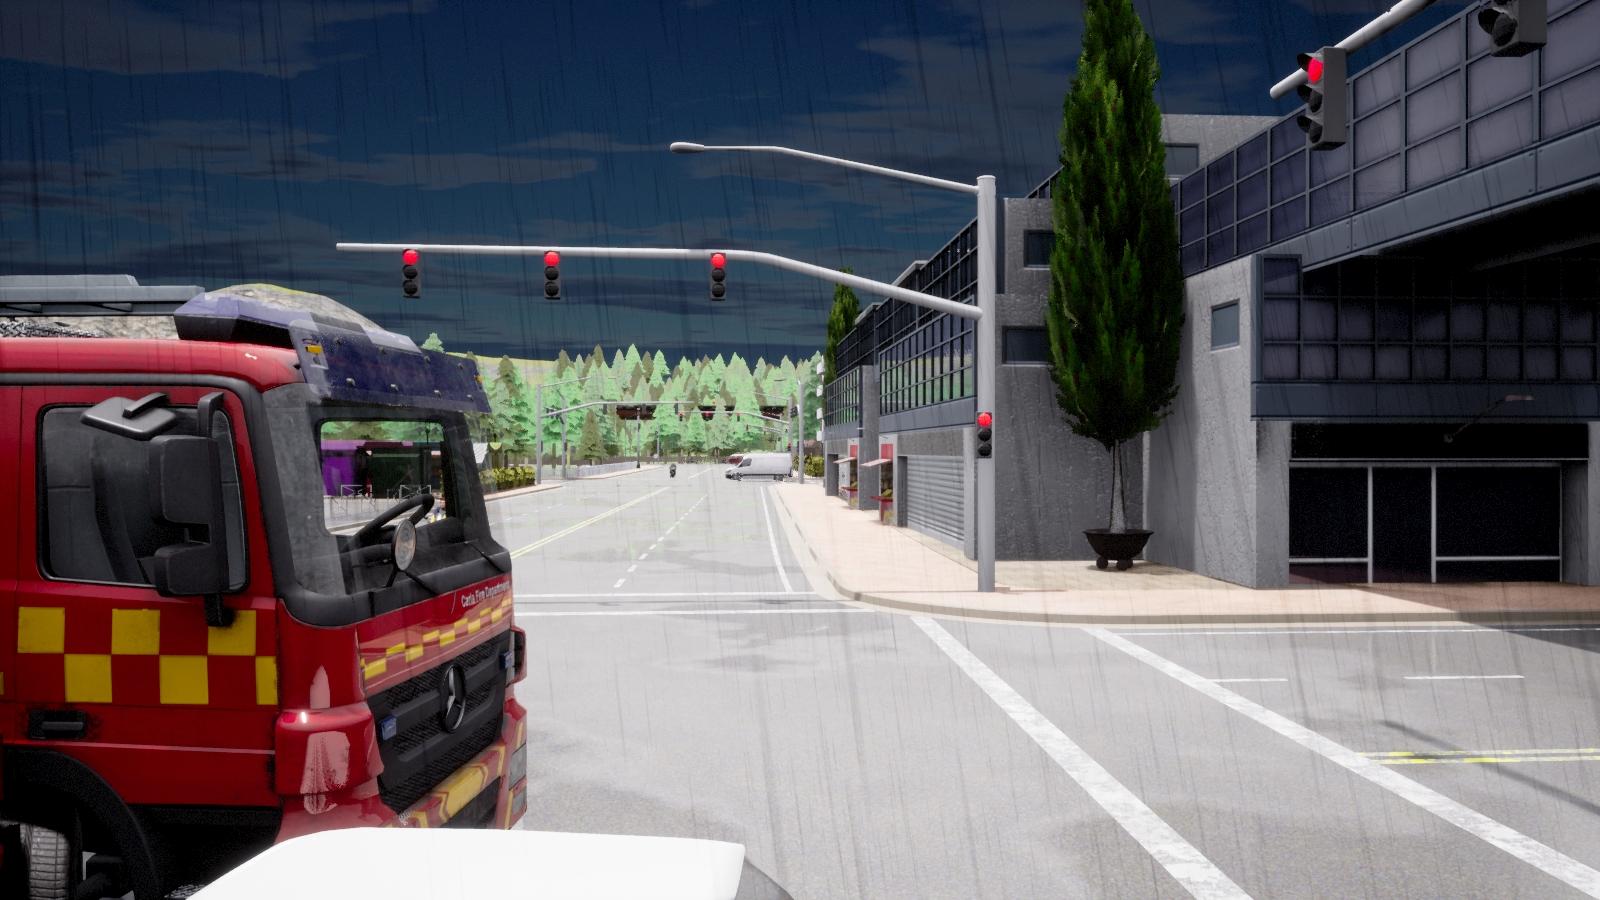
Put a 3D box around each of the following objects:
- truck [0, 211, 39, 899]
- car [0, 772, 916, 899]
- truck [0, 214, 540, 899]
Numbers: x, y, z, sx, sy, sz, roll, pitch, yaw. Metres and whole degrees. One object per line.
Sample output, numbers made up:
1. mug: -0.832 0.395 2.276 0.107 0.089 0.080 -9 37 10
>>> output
1. truck: -7.587 0.890 3.490 8.468 3.827 2.891 0 0 -3
2. car: -1.549 2.065 3.579 3.806 1.475 1.970 0 0 5
3. truck: -6.102 0.890 6.659 8.468 3.827 2.891 0 0 4
